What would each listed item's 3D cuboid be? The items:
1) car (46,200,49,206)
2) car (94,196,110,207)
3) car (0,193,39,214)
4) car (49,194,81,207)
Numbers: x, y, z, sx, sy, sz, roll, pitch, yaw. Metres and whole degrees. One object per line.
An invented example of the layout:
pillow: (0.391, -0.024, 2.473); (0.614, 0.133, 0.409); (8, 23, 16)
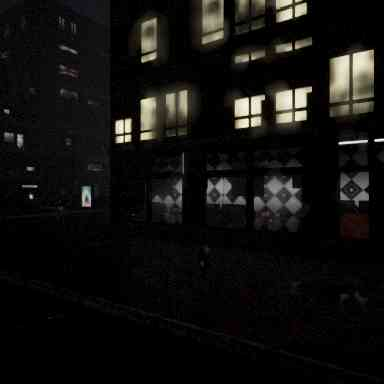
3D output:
car: (-16.687, 1.074, 42.939); (1.802, 1.307, 4.206); (1, 2, 35)
car: (-9.781, 1.072, 38.191); (1.947, 1.339, 4.313); (1, 2, 35)
car: (-16.134, 1.029, 29.090); (2.192, 1.841, 5.009); (1, 2, 35)
car: (-14.681, 1.005, 41.308); (1.837, 1.490, 4.892); (0, 1, 35)
